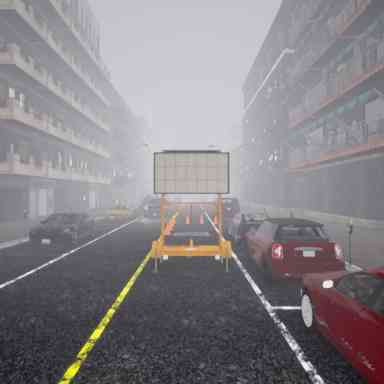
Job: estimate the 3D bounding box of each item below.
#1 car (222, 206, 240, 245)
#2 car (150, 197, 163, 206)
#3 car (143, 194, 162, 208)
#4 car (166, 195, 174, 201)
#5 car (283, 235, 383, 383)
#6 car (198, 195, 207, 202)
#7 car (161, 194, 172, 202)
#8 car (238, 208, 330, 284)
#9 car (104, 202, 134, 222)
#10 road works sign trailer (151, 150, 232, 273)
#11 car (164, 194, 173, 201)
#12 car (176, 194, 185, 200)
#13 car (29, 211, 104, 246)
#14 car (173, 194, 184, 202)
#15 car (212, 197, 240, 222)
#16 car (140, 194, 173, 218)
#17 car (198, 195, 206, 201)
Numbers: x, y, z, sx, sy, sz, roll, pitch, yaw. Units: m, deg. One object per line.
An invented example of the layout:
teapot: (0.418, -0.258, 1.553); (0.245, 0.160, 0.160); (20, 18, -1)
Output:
car: (2.670, 1.550, 15.197); (2.008, 1.369, 4.403); (0, 0, 0)
car: (-5.768, 1.570, 54.645); (1.802, 1.307, 4.206); (0, 0, 0)
car: (-5.758, 1.305, 49.008); (2.192, 1.841, 5.009); (0, 0, 0)
car: (-5.816, 1.516, 88.463); (1.887, 1.381, 4.507); (0, 0, 0)
car: (2.686, 1.545, 3.925); (1.887, 1.381, 4.507); (0, 0, 0)
car: (2.580, 1.503, 77.368); (1.752, 1.417, 4.829); (0, 0, 0)
car: (-5.799, 1.292, 77.190); (2.192, 1.841, 5.009); (0, 0, 0)
car: (2.678, 1.440, 9.562); (1.967, 1.590, 4.097); (0, 0, 0)
car: (-5.727, 1.523, 26.292); (1.752, 1.417, 4.829); (0, 0, 0)
road works sign trailer: (-0.015, 0.464, 10.690); (2.380, 3.560, 2.880); (0, 0, 0)
car: (-5.808, 1.414, 82.826); (1.967, 1.590, 4.097); (0, 0, 0)
car: (-3.130, 1.322, 90.717); (2.097, 1.767, 4.553); (0, 0, 0)
car: (-5.711, 1.565, 15.188); (1.947, 1.339, 4.313); (0, 0, 0)
car: (-3.103, 1.453, 71.552); (1.882, 1.535, 5.008); (0, 0, 0)
car: (2.655, 1.312, 26.471); (2.192, 1.841, 5.009); (0, 0, 0)
car: (-3.143, 1.348, 30.280); (2.097, 1.767, 4.553); (0, 0, 0)
car: (2.564, 1.516, 88.471); (1.887, 1.381, 4.507); (0, 0, 0)
